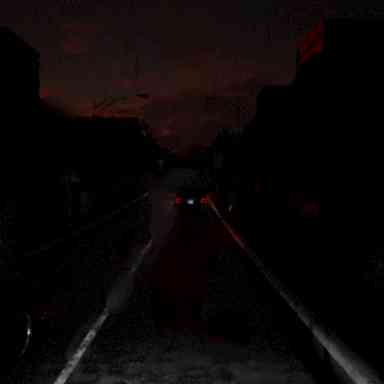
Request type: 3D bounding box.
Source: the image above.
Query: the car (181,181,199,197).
[{"bbox_3d":[-0.263,-0.426,40.396,2.128,1.511,4.902,0,4,-1],"label":"car"}]

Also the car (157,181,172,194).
[{"bbox_3d":[-3.477,-0.664,43.083,1.882,1.535,5.008,0,4,0],"label":"car"}]

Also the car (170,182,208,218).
[{"bbox_3d":[-0.096,0.547,22.537,2.150,2.045,5.566,0,3,-1],"label":"car"}]

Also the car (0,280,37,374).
[{"bbox_3d":[-3.122,1.527,2.904,1.994,1.385,4.181,0,0,-1],"label":"car"}]
